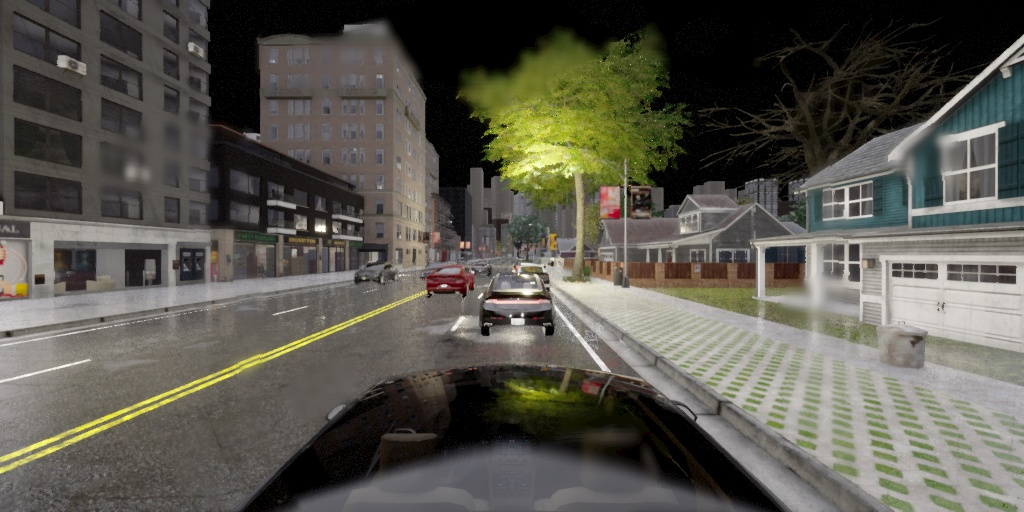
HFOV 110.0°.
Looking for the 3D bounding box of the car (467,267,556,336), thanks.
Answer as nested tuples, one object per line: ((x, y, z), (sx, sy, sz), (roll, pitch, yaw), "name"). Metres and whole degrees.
((0.134, 1.238, 10.369), (2.128, 1.511, 4.902), (0, 0, 0), "car")

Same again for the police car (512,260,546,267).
((1.052, 1.164, 20.618), (1.930, 1.638, 5.238), (0, 0, 0), "police car")

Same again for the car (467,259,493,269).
((-3.007, 1.212, 36.491), (2.128, 1.511, 4.902), (0, 0, 0), "car")

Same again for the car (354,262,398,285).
((-9.750, 1.238, 26.065), (1.837, 1.490, 4.892), (0, 0, 0), "car")

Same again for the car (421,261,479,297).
((-3.080, 1.218, 18.767), (1.882, 1.535, 5.008), (0, 0, 0), "car")

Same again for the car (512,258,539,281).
((1.093, 1.080, 30.478), (2.097, 1.767, 4.553), (0, 0, 0), "car")

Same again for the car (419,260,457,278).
((-6.478, 1.275, 31.079), (2.033, 1.411, 5.357), (0, 0, 0), "car")
